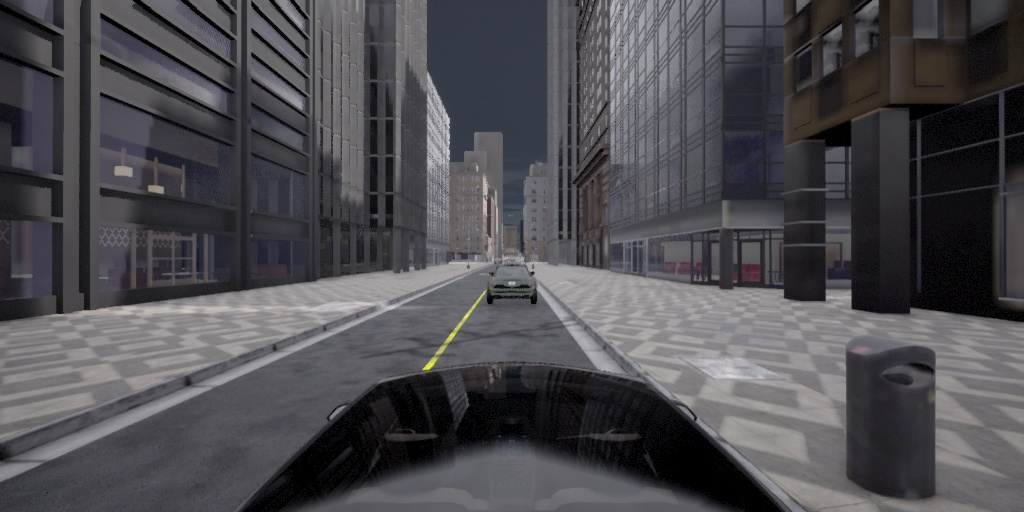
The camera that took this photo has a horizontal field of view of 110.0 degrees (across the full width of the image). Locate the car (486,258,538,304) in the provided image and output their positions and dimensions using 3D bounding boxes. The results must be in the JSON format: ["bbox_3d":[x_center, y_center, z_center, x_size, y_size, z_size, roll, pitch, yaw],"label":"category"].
[{"bbox_3d":[0.001,1.114,16.470,2.097,1.767,4.553,0,0,0],"label":"car"}]
